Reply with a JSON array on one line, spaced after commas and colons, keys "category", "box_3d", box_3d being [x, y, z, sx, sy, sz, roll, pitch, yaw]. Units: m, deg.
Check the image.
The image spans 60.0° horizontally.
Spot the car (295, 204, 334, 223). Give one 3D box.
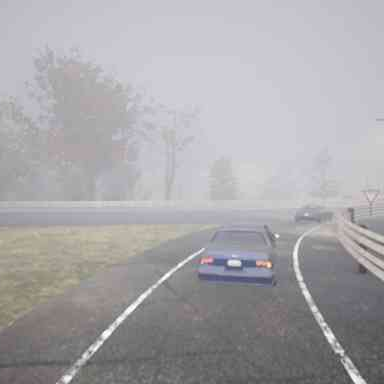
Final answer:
[{"category": "car", "box_3d": [9.700, 1.645, 26.220, 1.994, 1.385, 4.181, 0, 0, 37]}]

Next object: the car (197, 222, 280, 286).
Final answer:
[{"category": "car", "box_3d": [1.494, 1.576, 9.566, 2.033, 1.411, 5.357, 0, 0, 14]}]
